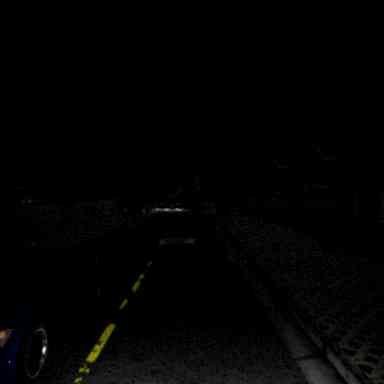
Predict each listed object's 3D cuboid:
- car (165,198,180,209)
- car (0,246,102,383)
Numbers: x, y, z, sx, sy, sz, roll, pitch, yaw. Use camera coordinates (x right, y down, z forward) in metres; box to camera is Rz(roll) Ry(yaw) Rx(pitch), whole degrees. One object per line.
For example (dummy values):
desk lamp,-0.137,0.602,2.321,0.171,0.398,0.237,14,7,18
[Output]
car,-2.761,1.653,47.777,1.837,1.490,4.892,0,0,0
car,-2.840,1.593,5.237,1.994,1.385,4.181,0,0,0
